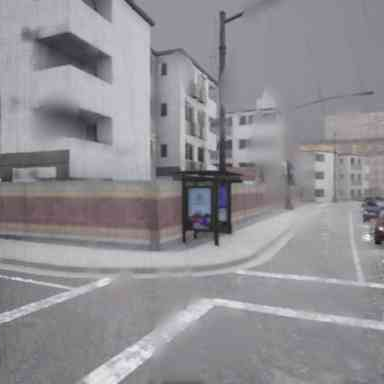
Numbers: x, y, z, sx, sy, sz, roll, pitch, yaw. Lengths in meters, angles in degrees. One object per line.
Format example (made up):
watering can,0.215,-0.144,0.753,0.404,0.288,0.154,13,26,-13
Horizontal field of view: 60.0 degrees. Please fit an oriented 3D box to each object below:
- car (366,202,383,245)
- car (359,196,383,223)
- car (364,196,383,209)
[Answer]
car,8.669,1.351,14.168,1.812,1.442,4.674,0,1,25
car,12.485,1.265,22.431,1.812,1.442,4.674,0,1,27
car,21.910,1.162,39.178,1.895,1.301,4.718,0,1,40
